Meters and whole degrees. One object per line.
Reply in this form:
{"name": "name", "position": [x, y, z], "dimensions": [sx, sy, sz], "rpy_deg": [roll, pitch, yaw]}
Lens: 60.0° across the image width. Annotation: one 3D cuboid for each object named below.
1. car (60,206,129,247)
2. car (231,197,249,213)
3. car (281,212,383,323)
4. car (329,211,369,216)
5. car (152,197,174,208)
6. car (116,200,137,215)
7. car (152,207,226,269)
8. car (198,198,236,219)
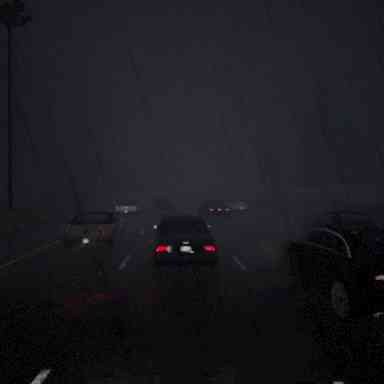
{"name": "car", "position": [-4.071, 1.490, 14.426], "dimensions": [1.895, 1.301, 4.718], "rpy_deg": [0, 0, -4]}
{"name": "car", "position": [4.228, 1.250, 33.093], "dimensions": [1.812, 1.442, 4.674], "rpy_deg": [0, 0, -9]}
{"name": "car", "position": [3.348, 1.428, 7.044], "dimensions": [2.128, 1.511, 4.902], "rpy_deg": [0, 0, -2]}
{"name": "car", "position": [6.454, 1.472, 14.480], "dimensions": [1.895, 1.301, 4.718], "rpy_deg": [0, 0, -4]}
{"name": "car", "position": [-2.972, 1.208, 33.723], "dimensions": [1.882, 1.535, 5.008], "rpy_deg": [0, 0, -9]}
{"name": "car", "position": [-5.999, 1.361, 30.698], "dimensions": [1.895, 1.301, 4.718], "rpy_deg": [0, 0, -9]}
{"name": "car", "position": [-0.305, 1.459, 10.875], "dimensions": [2.033, 1.411, 5.357], "rpy_deg": [0, 0, -3]}
{"name": "car", "position": [1.668, 1.327, 26.747], "dimensions": [2.033, 1.411, 5.357], "rpy_deg": [0, 0, -8]}
